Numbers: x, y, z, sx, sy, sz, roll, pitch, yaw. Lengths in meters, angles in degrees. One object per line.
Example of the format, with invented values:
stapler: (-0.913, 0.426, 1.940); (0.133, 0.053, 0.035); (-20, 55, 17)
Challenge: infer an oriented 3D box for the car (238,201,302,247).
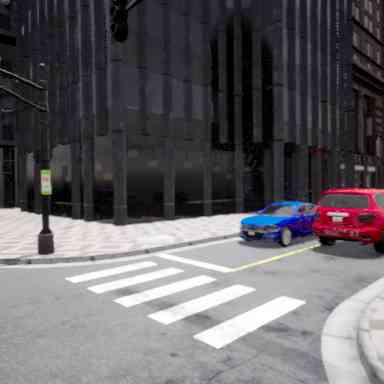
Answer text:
car: (3.936, 1.158, 13.717); (5.008, 1.535, 1.882); (-2, 1, -44)

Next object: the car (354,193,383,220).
car: (12.971, 0.882, 22.374); (4.902, 1.511, 2.128); (-2, 2, -44)

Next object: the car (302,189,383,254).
car: (6.624, 0.891, 12.232); (5.566, 2.045, 2.150); (-2, 1, -40)
